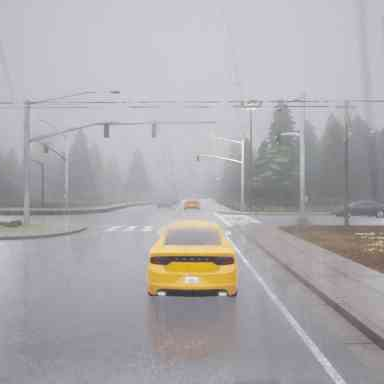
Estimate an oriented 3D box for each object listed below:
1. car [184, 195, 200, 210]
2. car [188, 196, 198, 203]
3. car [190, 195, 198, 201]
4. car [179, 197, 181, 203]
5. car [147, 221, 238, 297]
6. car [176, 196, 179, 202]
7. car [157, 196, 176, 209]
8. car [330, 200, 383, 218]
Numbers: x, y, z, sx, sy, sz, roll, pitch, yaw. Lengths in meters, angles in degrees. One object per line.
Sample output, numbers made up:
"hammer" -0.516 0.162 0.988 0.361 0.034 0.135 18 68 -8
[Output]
"car" -0.012 1.478 42.304 1.882 1.535 5.008 0 0 0
"car" 0.246 1.537 72.865 2.033 1.411 5.357 0 0 2
"car" 0.637 1.442 83.258 1.837 1.490 4.892 0 0 2
"car" -3.351 1.547 69.534 2.033 1.411 5.357 0 0 1
"car" 0.043 1.474 8.642 1.882 1.535 5.008 0 0 1
"car" -3.589 1.601 55.242 1.895 1.301 4.718 0 0 1
"car" -3.612 1.547 45.064 2.033 1.411 5.357 0 0 0
"car" 14.889 1.531 29.630 4.892 1.490 1.837 0 0 1
